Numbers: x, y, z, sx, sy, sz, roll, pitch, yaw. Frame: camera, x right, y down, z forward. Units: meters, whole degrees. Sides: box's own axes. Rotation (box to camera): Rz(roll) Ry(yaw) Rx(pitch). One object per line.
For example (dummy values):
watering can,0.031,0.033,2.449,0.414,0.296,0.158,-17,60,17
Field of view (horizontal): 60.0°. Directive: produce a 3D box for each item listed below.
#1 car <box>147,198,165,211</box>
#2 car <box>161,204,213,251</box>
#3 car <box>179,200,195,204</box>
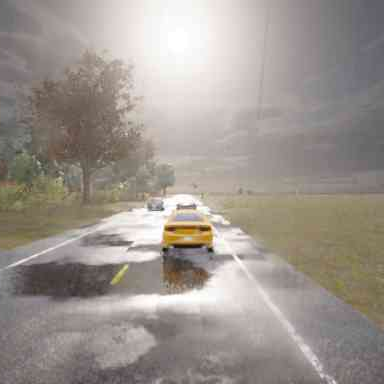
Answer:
car,-4.344,1.484,40.443,2.128,1.511,4.902,0,0,-1
car,-0.178,1.476,14.029,1.882,1.535,5.008,0,0,-1
car,-0.484,1.489,30.877,2.128,1.511,4.902,0,0,-1
